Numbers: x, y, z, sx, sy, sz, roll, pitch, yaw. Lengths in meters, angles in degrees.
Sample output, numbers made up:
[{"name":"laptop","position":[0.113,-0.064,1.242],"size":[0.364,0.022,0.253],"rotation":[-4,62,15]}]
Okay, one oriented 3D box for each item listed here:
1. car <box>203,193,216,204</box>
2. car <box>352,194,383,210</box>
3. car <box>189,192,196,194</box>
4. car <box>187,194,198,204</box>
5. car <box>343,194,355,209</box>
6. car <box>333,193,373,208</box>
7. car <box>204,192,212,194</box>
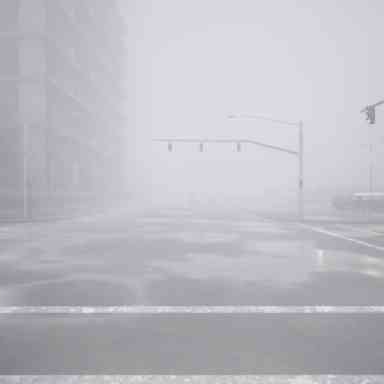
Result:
[{"name":"car","position":[3.549,1.517,63.907],"size":[1.812,1.442,4.674],"rotation":[0,0,0]},{"name":"car","position":[25.243,1.445,46.720],"size":[3.806,1.475,1.970],"rotation":[0,0,1]},{"name":"car","position":[0.107,1.078,73.962],"size":[2.150,2.045,5.566],"rotation":[0,0,0]},{"name":"car","position":[0.047,1.539,63.510],"size":[2.033,1.411,5.357],"rotation":[0,0,0]},{"name":"car","position":[25.280,1.413,49.615],"size":[3.905,1.438,1.784],"rotation":[0,0,1]},{"name":"car","position":[25.264,1.202,52.298],"size":[4.605,1.855,1.932],"rotation":[0,0,1]},{"name":"car","position":[3.607,1.078,73.941],"size":[2.150,2.045,5.566],"rotation":[0,0,0]}]
